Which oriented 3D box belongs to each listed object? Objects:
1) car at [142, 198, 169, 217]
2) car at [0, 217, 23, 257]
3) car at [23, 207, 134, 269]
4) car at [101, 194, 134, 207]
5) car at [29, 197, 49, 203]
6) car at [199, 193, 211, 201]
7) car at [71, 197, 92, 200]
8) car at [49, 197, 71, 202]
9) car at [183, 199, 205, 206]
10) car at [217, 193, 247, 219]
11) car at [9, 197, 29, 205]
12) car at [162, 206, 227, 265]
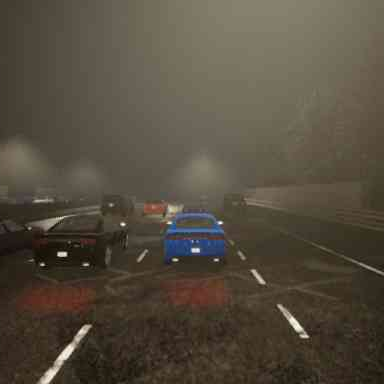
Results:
[{"bbox_3d":[-3.394,1.364,31.587,2.097,1.767,4.553,0,0,0],"label":"car"},{"bbox_3d":[-6.900,1.548,11.211,2.033,1.411,5.357,0,0,0],"label":"car"},{"bbox_3d":[-3.394,1.478,11.179,1.882,1.535,5.008,0,0,0],"label":"car"},{"bbox_3d":[-6.894,1.233,31.112,2.150,2.045,5.566,0,0,0],"label":"car"},{"bbox_3d":[-24.524,1.555,55.141,1.812,1.442,4.674,0,0,1],"label":"car"},{"bbox_3d":[3.521,1.483,88.528,1.882,1.535,5.008,0,0,0],"label":"car"},{"bbox_3d":[-17.525,1.577,54.895,2.033,1.411,5.357,0,0,1],"label":"car"},{"bbox_3d":[-21.022,1.577,54.830,2.033,1.411,5.357,0,0,1],"label":"car"},{"bbox_3d":[0.111,1.612,30.425,1.895,1.301,4.718,0,0,0],"label":"car"},{"bbox_3d":[3.508,1.093,29.843,2.150,2.045,5.566,0,0,0],"label":"car"},{"bbox_3d":[-28.021,1.554,54.662,1.812,1.442,4.674,0,0,1],"label":"car"},{"bbox_3d":[0.106,1.479,11.782,1.882,1.535,5.008,0,0,0],"label":"car"}]
